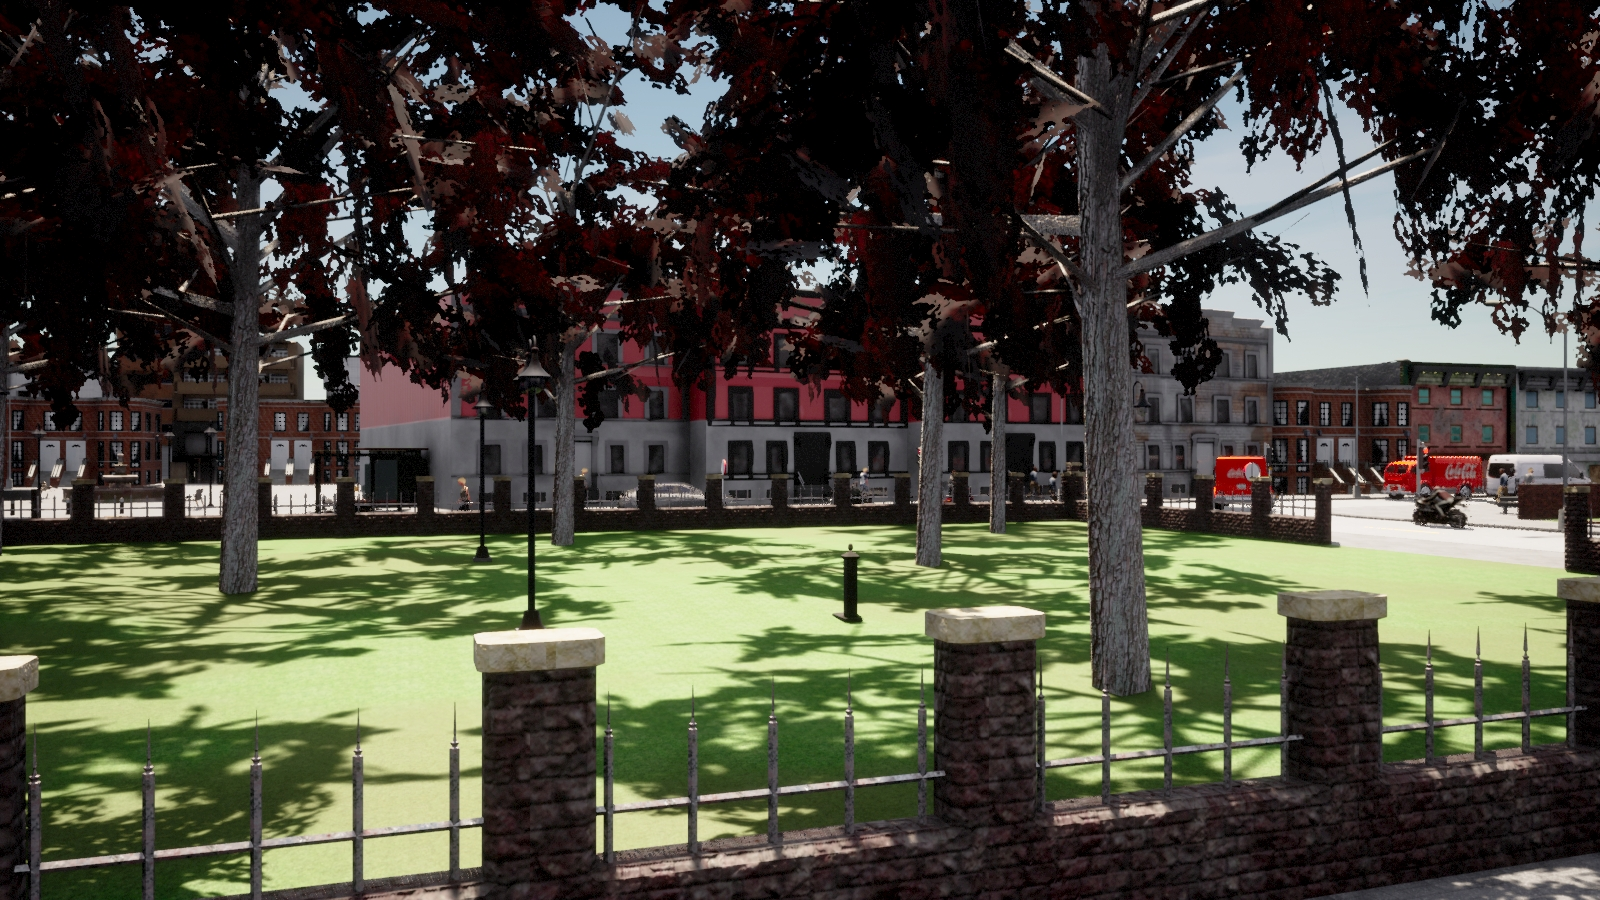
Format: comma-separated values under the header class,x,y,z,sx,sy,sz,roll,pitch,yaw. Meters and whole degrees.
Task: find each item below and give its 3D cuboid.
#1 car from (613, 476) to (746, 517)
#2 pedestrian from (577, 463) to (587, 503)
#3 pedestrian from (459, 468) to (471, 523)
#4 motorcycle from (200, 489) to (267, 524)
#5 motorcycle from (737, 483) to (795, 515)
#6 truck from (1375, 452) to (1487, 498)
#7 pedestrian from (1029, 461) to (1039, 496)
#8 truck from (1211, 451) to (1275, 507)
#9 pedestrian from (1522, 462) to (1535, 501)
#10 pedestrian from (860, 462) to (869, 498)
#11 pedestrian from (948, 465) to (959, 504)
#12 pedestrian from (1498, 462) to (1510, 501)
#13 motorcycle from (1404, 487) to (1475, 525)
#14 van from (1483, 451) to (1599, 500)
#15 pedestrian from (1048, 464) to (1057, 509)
class,x,y,z,sx,sy,sz,roll,pitch,yaw
car,-4.827,1.827,45.656,4.902,1.511,2.128,0,0,-19
pedestrian,-10.178,1.524,53.309,0.375,1.860,0.375,0,0,-22
pedestrian,-11.262,1.523,38.380,0.375,1.860,0.375,0,0,-19
motorcycle,-20.039,1.993,40.470,2.033,1.145,0.803,0,0,-19
motorcycle,-1.394,1.985,46.652,2.209,1.251,0.867,0,0,-21
truck,35.004,1.348,63.458,5.204,2.467,2.627,0,0,-19
pedestrian,12.534,1.524,61.115,0.375,1.860,0.375,0,0,-20
truck,20.969,1.342,53.973,2.627,2.467,5.204,-1,-1,23
pedestrian,35.314,1.515,55.356,0.375,1.860,0.375,0,0,-6
pedestrian,3.284,1.523,58.137,0.375,1.860,0.375,0,0,-22
pedestrian,7.257,1.629,53.961,0.375,1.860,0.375,0,0,-19
pedestrian,33.782,1.517,54.802,0.375,1.860,0.375,0,0,8
motorcycle,22.975,1.985,41.097,0.867,1.251,2.209,0,0,-20
van,39.597,1.314,60.984,5.915,2.561,1.988,0,0,-18
pedestrian,10.530,1.525,47.664,0.375,1.860,0.375,0,0,15
